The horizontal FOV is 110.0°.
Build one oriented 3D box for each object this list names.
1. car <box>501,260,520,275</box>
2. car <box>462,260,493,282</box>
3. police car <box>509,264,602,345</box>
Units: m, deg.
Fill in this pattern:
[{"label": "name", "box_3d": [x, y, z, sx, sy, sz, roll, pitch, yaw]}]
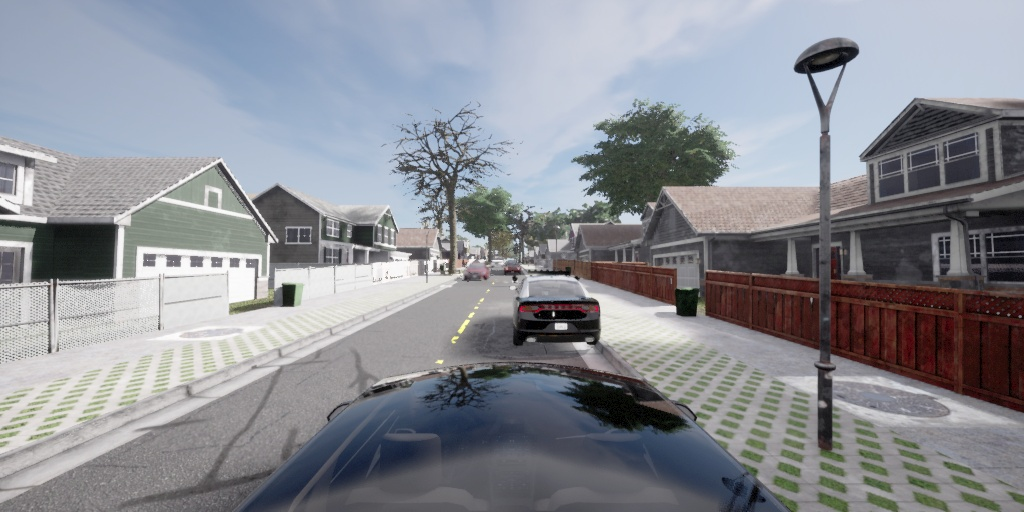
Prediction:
[{"label": "car", "box_3d": [0.086, 1.379, 39.520, 1.895, 1.301, 4.718, 0, 0, 0]}, {"label": "car", "box_3d": [-2.846, 1.283, 29.705, 1.812, 1.442, 4.674, 0, 0, 0]}, {"label": "police car", "box_3d": [0.964, 1.178, 9.624, 1.930, 1.638, 5.238, 0, 0, 0]}]
